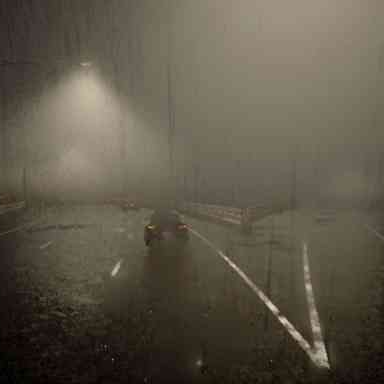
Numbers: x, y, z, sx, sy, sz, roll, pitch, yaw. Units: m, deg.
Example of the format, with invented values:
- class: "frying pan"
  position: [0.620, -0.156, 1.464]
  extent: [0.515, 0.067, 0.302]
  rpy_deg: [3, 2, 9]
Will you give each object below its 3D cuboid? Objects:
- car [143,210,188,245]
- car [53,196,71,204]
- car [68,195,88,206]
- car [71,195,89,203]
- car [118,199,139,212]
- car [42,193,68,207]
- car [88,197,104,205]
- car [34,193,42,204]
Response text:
- class: "car"
  position: [-1.282, 1.541, 15.476]
  extent: [1.812, 1.442, 4.674]
  rpy_deg: [0, 0, -8]
- class: "car"
  position: [-25.672, 1.533, 65.625]
  extent: [1.994, 1.385, 4.181]
  rpy_deg: [0, 0, -39]
- class: "car"
  position: [-19.808, 1.620, 56.987]
  extent: [1.837, 1.490, 4.892]
  rpy_deg: [0, 0, -34]
- class: "car"
  position: [-22.859, 1.464, 67.707]
  extent: [1.837, 1.490, 4.892]
  rpy_deg: [0, 0, -39]
- class: "car"
  position: [-7.772, 1.593, 40.389]
  extent: [2.033, 1.411, 5.357]
  rpy_deg: [0, 0, -21]
- class: "car"
  position: [-22.754, 1.354, 55.085]
  extent: [2.150, 2.045, 5.566]
  rpy_deg: [0, 0, -34]
- class: "car"
  position: [-17.172, 1.626, 59.354]
  extent: [1.812, 1.442, 4.674]
  rpy_deg: [0, 0, -34]
- class: "car"
  position: [-28.506, 1.223, 63.566]
  extent: [2.150, 2.045, 5.566]
  rpy_deg: [0, 0, -39]
